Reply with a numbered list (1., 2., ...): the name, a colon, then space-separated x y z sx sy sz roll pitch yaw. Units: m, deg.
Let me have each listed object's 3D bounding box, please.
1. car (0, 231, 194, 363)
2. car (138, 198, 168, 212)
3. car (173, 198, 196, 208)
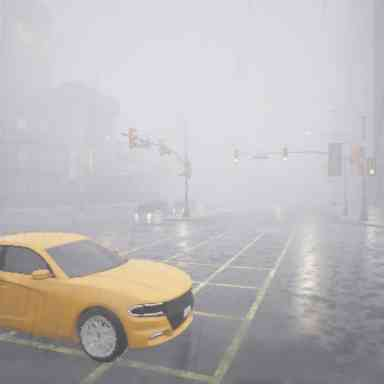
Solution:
1. car: -2.425 1.480 5.768 5.008 1.535 1.882 0 0 20
2. car: -4.493 1.478 38.786 1.882 1.535 5.008 0 0 22
3. car: -1.048 1.601 48.402 1.895 1.301 4.718 0 0 20
